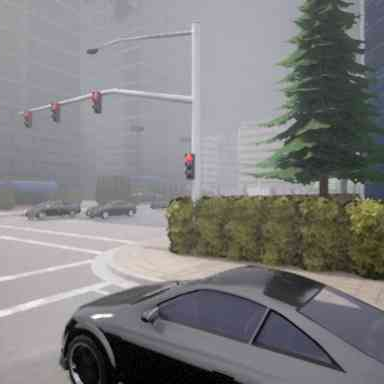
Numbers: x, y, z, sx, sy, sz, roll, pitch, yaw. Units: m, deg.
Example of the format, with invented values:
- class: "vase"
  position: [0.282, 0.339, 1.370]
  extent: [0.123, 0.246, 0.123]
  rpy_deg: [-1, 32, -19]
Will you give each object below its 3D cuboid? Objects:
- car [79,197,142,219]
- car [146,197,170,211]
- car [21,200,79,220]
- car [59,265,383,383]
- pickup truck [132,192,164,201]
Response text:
- class: "car"
  position: [-6.905, 1.481, 28.754]
  extent: [1.837, 1.490, 4.892]
  rpy_deg: [0, 0, 35]
- class: "car"
  position: [-2.975, 1.573, 40.444]
  extent: [1.895, 1.301, 4.718]
  rpy_deg: [0, 0, 35]
- class: "car"
  position: [-11.711, 1.464, 27.994]
  extent: [2.128, 1.511, 4.902]
  rpy_deg: [0, 0, 35]
- class: "car"
  position: [0.427, 1.562, 3.673]
  extent: [4.181, 1.385, 1.994]
  rpy_deg: [0, 0, 36]
- class: "pickup truck"
  position: [-7.812, 1.017, 56.222]
  extent: [6.274, 2.098, 2.390]
  rpy_deg: [0, 0, -24]
